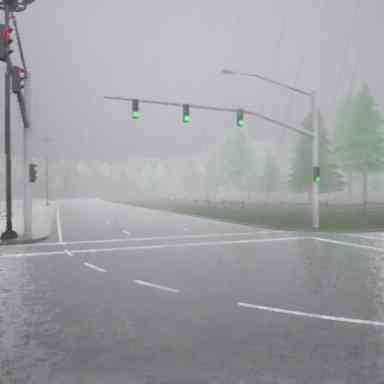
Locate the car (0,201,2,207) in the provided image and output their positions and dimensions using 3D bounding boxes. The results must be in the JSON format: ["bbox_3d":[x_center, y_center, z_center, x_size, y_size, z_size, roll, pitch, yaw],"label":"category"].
[{"bbox_3d":[-32.629,1.873,54.617,1.837,1.490,4.892,0,-1,-21],"label":"car"}]
